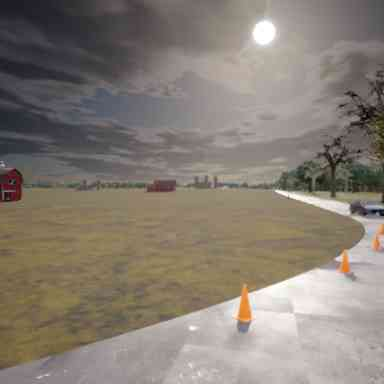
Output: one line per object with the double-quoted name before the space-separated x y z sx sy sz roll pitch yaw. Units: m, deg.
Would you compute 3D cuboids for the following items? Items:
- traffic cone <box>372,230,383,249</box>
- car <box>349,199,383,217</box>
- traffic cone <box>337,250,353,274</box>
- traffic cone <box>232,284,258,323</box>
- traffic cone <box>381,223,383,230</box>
"traffic cone" 7.220 1.906 12.973 0.340 0.580 0.340 0 0 35
"car" 15.600 1.373 29.713 2.033 1.411 5.357 0 1 10
"traffic cone" 4.277 1.927 9.276 0.340 0.580 0.340 0 0 42
"traffic cone" 0.946 1.944 5.924 0.340 0.580 0.340 0 0 -42
"traffic cone" 9.739 1.880 16.970 0.340 0.580 0.340 0 1 29
